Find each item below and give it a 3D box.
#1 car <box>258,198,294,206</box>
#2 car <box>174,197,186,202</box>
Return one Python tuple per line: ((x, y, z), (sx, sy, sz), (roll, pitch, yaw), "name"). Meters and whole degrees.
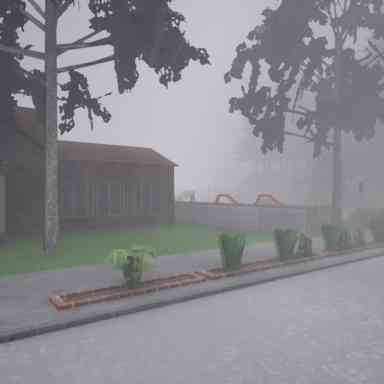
((9.710, 1.502, 38.575), (1.837, 1.490, 4.892), (0, 0, -35), "car")
((-2.583, 1.524, 56.015), (1.812, 1.442, 4.674), (0, 0, -35), "car")
